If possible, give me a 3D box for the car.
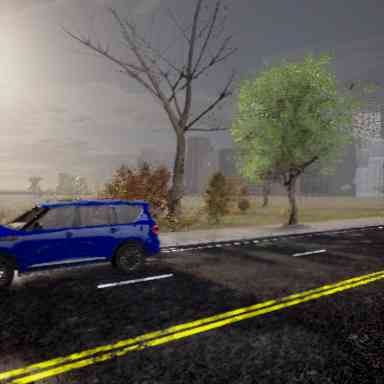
[{"bbox_3d":[-3.529,1.241,9.095,5.566,2.045,2.150,1,-1,-35],"label":"car"}]
